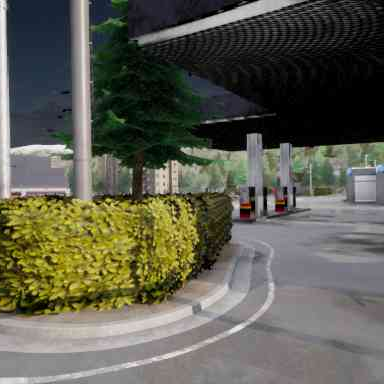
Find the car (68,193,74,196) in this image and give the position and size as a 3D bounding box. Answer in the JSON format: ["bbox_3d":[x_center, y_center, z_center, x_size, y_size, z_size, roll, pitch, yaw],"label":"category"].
[{"bbox_3d":[-24.243,1.124,63.877,3.866,1.878,1.905,-1,1,35],"label":"car"}]

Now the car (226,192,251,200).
[{"bbox_3d":[9.206,0.812,66.502,4.514,1.523,2.007,-1,1,35],"label":"car"}]

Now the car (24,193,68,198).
[{"bbox_3d":[-14.773,1.183,33.589,3.866,1.878,1.905,-1,1,35],"label":"car"}]

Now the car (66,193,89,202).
[{"bbox_3d":[-22.897,1.103,66.486,4.605,1.855,1.932,-1,1,35],"label":"car"}]

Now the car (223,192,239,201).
[{"bbox_3d":[7.434,0.850,63.913,5.027,1.636,2.152,-1,1,35],"label":"car"}]
